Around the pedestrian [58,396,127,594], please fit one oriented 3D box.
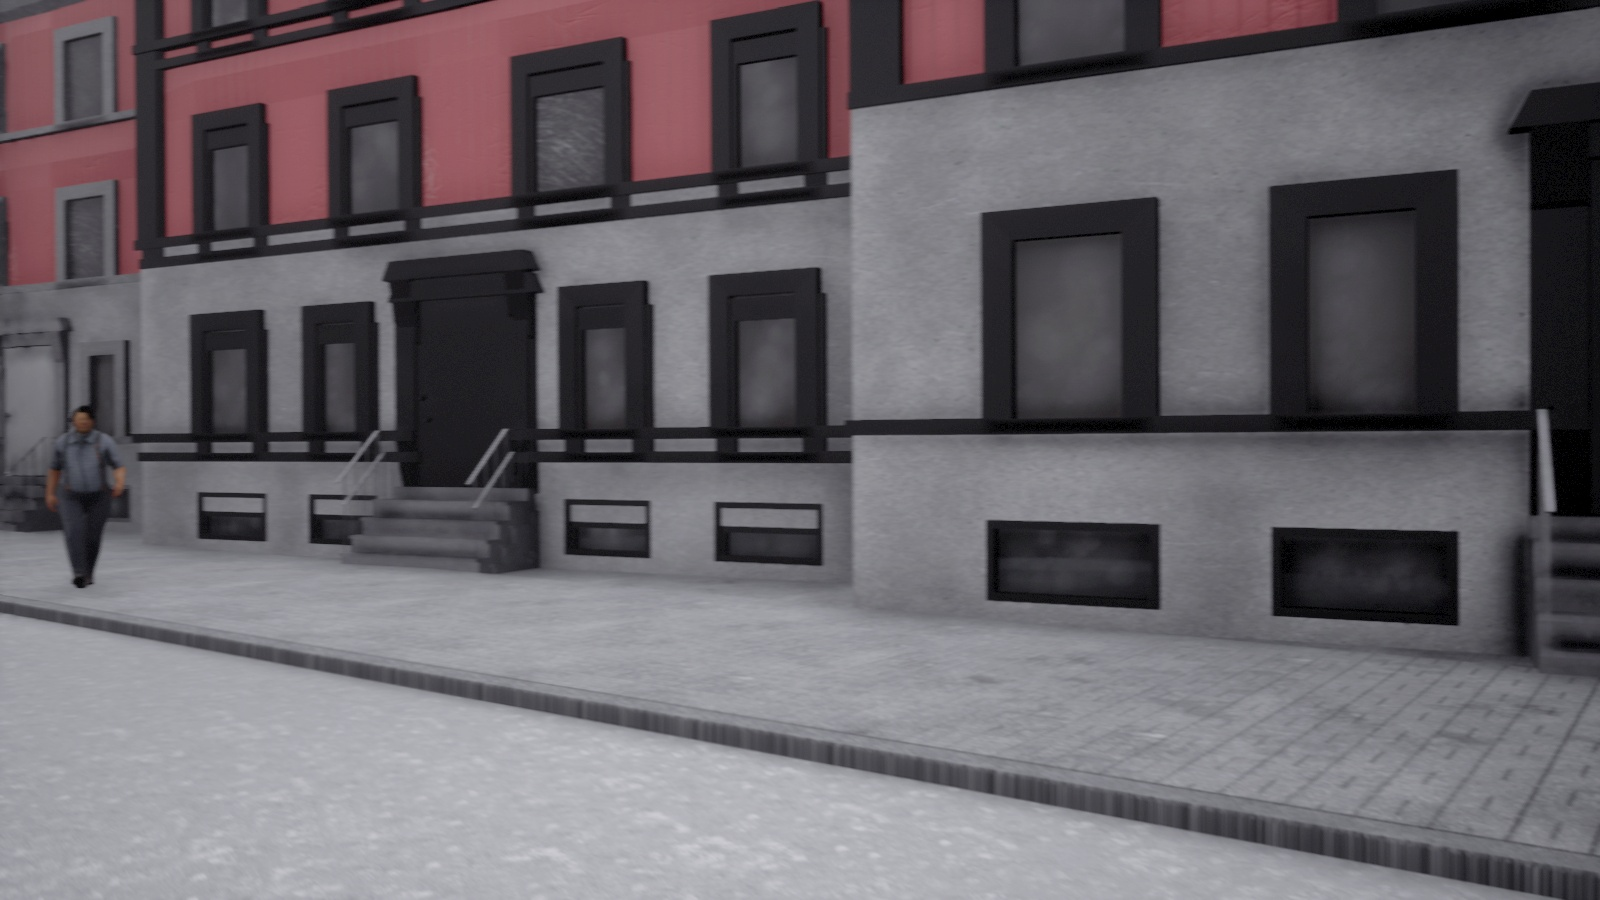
[{"bbox_3d":[-6.821,0.420,12.133,0.540,1.848,0.694,0,0,-27],"label":"pedestrian"}]
